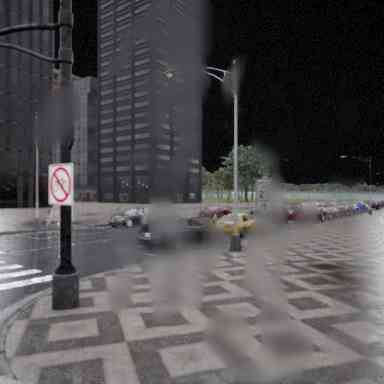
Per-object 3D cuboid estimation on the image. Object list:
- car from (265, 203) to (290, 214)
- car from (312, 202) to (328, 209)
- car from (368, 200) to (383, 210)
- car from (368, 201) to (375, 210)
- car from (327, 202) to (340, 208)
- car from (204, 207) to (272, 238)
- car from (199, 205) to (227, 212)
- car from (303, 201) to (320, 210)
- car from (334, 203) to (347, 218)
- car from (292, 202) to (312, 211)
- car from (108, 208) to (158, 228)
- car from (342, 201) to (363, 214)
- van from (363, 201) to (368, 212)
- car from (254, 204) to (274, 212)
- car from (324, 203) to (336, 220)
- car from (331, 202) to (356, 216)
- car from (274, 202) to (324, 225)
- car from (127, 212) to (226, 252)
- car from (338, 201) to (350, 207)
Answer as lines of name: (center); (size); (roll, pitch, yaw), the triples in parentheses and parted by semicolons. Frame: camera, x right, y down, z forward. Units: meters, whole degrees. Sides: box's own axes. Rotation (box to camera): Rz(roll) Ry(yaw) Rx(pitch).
car: (12.217, 2.298, 47.369); (2.008, 1.369, 4.403); (-1, -2, 36)
car: (25.332, 2.666, 65.744); (1.887, 1.381, 4.507); (-1, -2, 36)
car: (35.547, 2.535, 65.388); (2.192, 1.841, 5.009); (-1, -2, 36)
car: (28.990, 2.588, 56.194); (2.008, 1.369, 4.403); (-1, -2, 36)
car: (31.889, 2.884, 74.931); (1.802, 1.307, 4.206); (-1, -2, 36)
car: (2.859, 1.820, 19.582); (1.752, 1.417, 4.829); (-1, -2, 36)
car: (2.383, 2.009, 33.590); (1.887, 1.381, 4.507); (-1, -2, 36)
car: (22.053, 2.469, 61.153); (1.967, 1.590, 4.097); (-1, -2, 36)
car: (15.878, 2.242, 37.823); (1.802, 1.307, 4.206); (-1, -2, 36)
car: (18.774, 2.487, 56.557); (2.008, 1.369, 4.403); (-1, -2, 36)
car: (-4.173, 1.835, 24.402); (2.008, 1.369, 4.403); (-1, -1, 36)
car: (22.431, 2.291, 47.009); (1.967, 1.590, 4.097); (-1, -2, 36)
van: (25.710, 2.286, 51.605); (1.690, 1.788, 3.998); (-1, -2, 36)
car: (8.939, 2.203, 42.776); (2.008, 1.369, 4.403); (-1, -2, 36)
car: (12.596, 2.110, 33.225); (1.887, 1.381, 4.507); (-1, -2, 36)
car: (19.153, 2.301, 42.413); (1.887, 1.381, 4.507); (-1, -2, 36)
car: (9.317, 1.788, 28.637); (2.192, 1.841, 5.009); (-1, -2, 36)
car: (-0.517, 1.771, 14.850); (1.947, 1.339, 4.313); (-1, -2, 36)
car: (38.446, 3.030, 84.118); (2.008, 1.369, 4.403); (-1, -1, 36)
